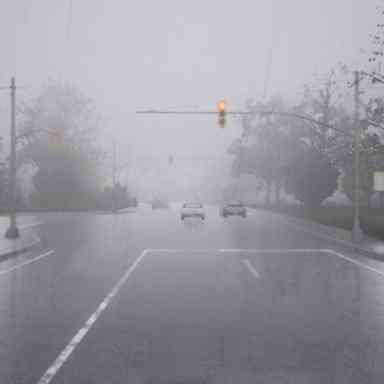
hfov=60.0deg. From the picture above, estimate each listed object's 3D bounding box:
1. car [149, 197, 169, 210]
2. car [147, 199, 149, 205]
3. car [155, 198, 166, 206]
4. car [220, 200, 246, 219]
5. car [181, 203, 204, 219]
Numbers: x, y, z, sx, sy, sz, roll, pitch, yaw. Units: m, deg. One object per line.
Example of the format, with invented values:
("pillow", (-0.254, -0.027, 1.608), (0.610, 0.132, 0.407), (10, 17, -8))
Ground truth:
("car", (-4.092, 1.399, 43.536), (2.097, 1.767, 4.553), (0, -1, -3))
("car", (-8.864, 2.110, 74.521), (1.882, 1.535, 5.008), (0, -1, -16))
("car", (-5.827, 1.836, 60.775), (1.837, 1.490, 4.892), (0, -1, -9))
("car", (3.537, 1.472, 29.353), (2.128, 1.511, 4.902), (0, 0, -1))
("car", (0.050, 1.581, 28.471), (1.895, 1.301, 4.718), (0, 0, 0))
